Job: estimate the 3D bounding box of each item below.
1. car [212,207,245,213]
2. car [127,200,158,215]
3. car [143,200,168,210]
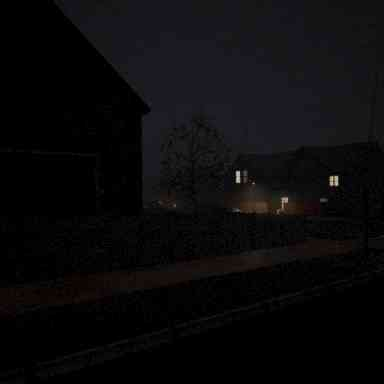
[{"bbox_3d":[3.106,2.039,28.468,2.033,1.411,5.357,-1,-1,-36],"label":"car"},{"bbox_3d":[-7.291,2.192,48.099,2.150,2.045,5.566,-1,-1,-35],"label":"car"},{"bbox_3d":[-5.024,2.043,39.918,2.150,2.045,5.566,-1,0,-36],"label":"car"}]
